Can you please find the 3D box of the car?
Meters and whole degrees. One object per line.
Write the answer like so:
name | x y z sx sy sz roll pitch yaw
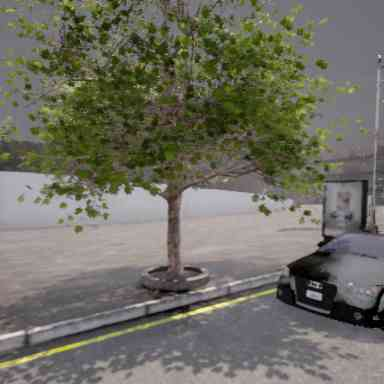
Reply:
car | 3.632 1.503 6.665 4.181 1.385 1.994 -1 0 -36
